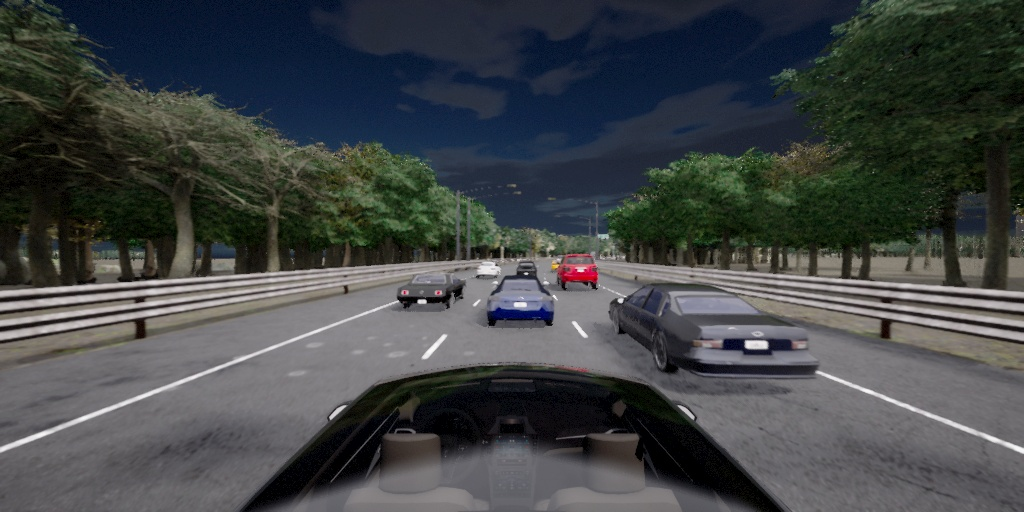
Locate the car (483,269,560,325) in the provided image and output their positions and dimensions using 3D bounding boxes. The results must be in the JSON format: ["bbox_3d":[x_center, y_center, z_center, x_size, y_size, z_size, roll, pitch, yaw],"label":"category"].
[{"bbox_3d":[0.284,1.314,11.875,1.994,1.385,4.181,0,0,2],"label":"car"}]

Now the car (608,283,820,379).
[{"bbox_3d":[3.488,1.281,7.489,2.033,1.411,5.357,0,0,2],"label":"car"}]

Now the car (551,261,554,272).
[{"bbox_3d":[6.088,1.209,46.532,1.882,1.535,5.008,0,0,7],"label":"car"}]

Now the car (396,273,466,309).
[{"bbox_3d":[-3.134,1.346,15.025,1.895,1.301,4.718,0,0,2],"label":"car"}]

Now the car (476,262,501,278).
[{"bbox_3d":[-2.094,1.268,33.134,1.812,1.442,4.674,0,0,4],"label":"car"}]

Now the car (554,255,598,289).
[{"bbox_3d":[4.109,0.936,23.164,2.150,2.045,5.566,0,0,4],"label":"car"}]

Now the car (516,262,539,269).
[{"bbox_3d":[1.379,1.251,32.626,1.837,1.490,4.892,0,0,4],"label":"car"}]
